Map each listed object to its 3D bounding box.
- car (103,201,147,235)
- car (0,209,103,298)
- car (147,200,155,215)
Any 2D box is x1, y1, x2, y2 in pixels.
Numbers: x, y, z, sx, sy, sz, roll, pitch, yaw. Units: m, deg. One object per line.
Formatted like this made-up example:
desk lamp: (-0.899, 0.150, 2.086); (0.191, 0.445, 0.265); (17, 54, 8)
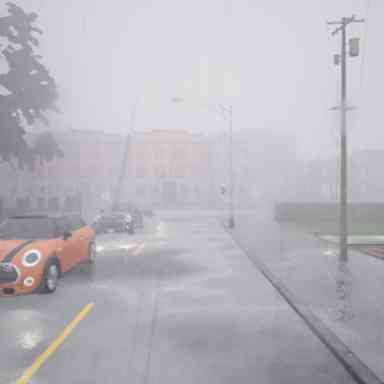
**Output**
car: (-4.071, 1.364, 18.998); (2.097, 1.767, 4.553); (0, 0, 0)
car: (-4.095, 1.358, 8.746); (2.097, 1.767, 4.553); (0, 0, 0)
car: (-3.994, 1.376, 27.031); (1.812, 1.442, 4.674); (0, 0, 0)
